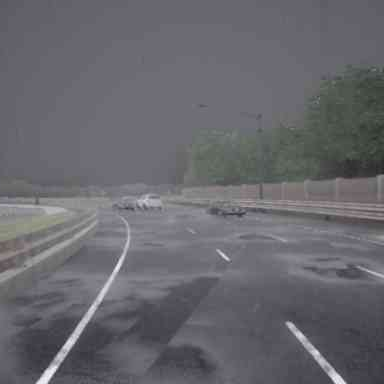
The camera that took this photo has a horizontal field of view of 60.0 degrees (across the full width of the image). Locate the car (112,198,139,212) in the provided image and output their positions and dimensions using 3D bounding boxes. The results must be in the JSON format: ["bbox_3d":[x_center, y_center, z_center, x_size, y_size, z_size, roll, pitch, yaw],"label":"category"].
[{"bbox_3d":[-8.546,1.657,41.021,2.033,1.411,5.357,-1,0,-25],"label":"car"}]

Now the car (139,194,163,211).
[{"bbox_3d":[-5.493,1.294,42.591,2.150,2.045,5.566,0,0,-24],"label":"car"}]

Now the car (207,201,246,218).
[{"bbox_3d":[2.973,1.514,29.570,2.033,1.411,5.357,-1,0,-16],"label":"car"}]
